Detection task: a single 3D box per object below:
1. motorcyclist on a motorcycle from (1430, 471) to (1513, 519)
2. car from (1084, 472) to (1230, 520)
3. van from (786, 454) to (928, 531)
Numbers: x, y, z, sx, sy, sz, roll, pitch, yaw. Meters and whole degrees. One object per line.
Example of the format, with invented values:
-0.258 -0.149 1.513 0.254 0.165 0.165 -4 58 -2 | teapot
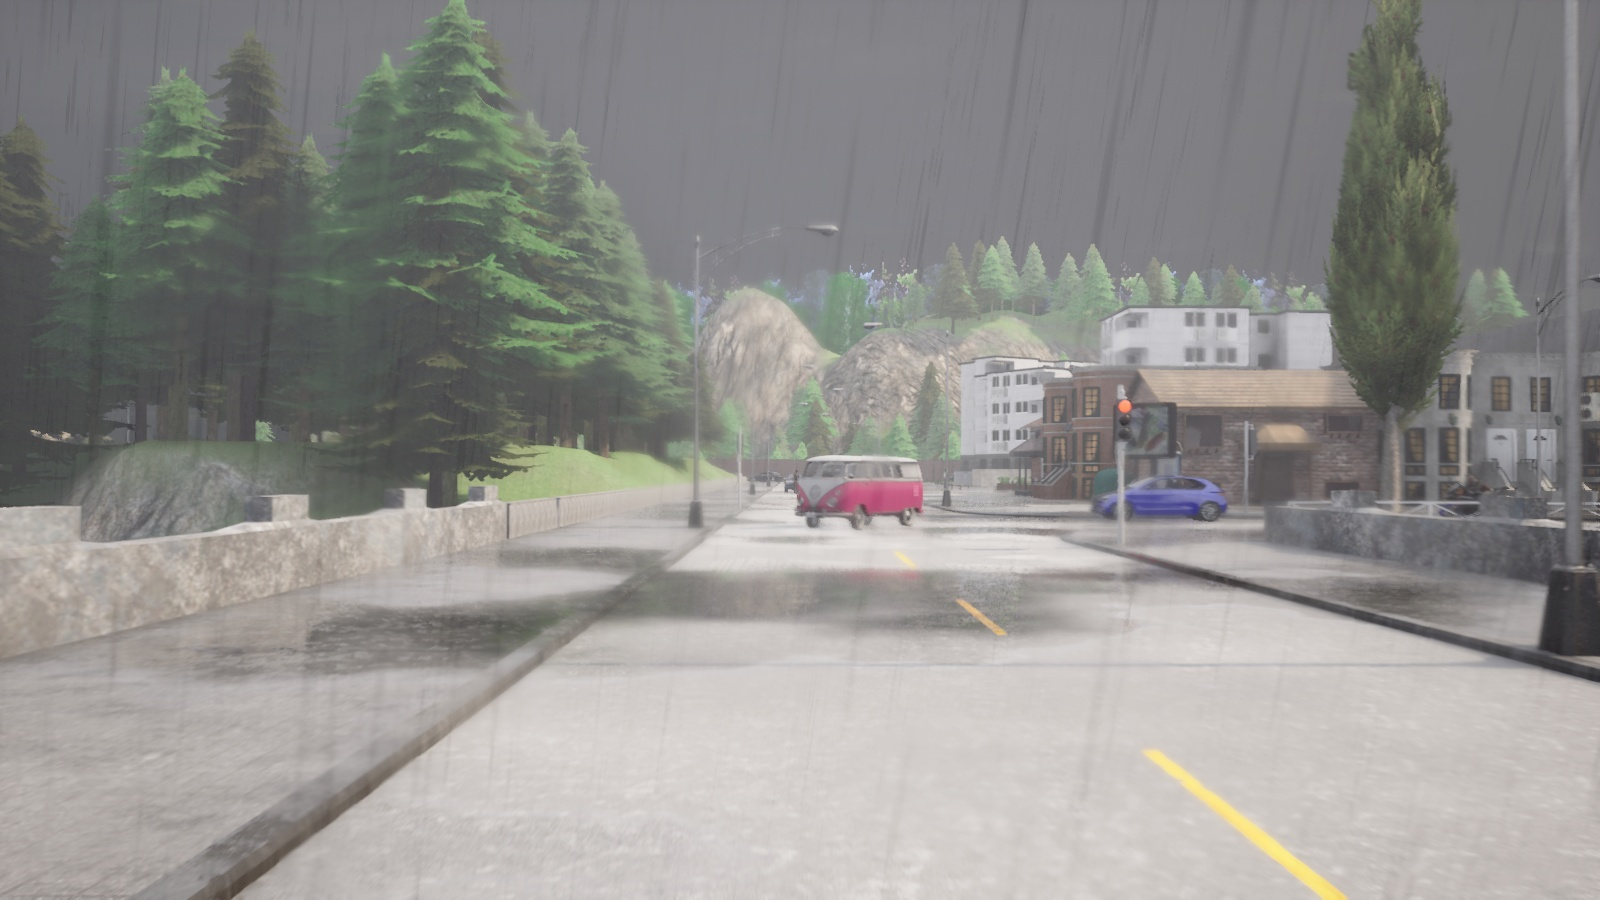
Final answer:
21.564 1.439 40.344 2.191 1.530 0.866 0 -1 0 | motorcyclist on a motorcycle
11.409 1.458 40.365 4.193 1.474 1.816 0 -1 1 | car
1.645 1.141 34.656 1.775 1.987 4.442 -1 -1 36 | van
